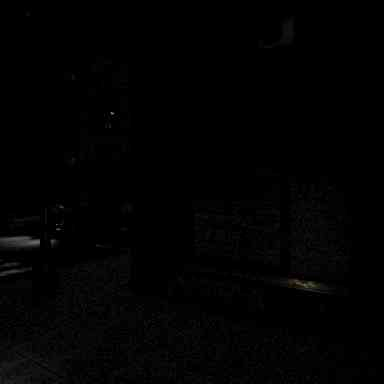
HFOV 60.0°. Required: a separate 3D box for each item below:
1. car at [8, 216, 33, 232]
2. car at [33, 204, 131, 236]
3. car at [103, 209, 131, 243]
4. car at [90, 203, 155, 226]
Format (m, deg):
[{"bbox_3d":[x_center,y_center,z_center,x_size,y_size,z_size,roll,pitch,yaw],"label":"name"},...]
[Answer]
[{"bbox_3d":[-8.190,1.554,19.706,1.752,1.417,4.829,0,0,36],"label":"car"},{"bbox_3d":[-5.870,1.523,18.581,1.837,1.490,4.892,0,0,35],"label":"car"},{"bbox_3d":[-1.570,1.560,15.166,1.947,1.339,4.313,0,0,36],"label":"car"},{"bbox_3d":[-4.940,1.583,24.246,2.008,1.369,4.403,0,0,36],"label":"car"}]
